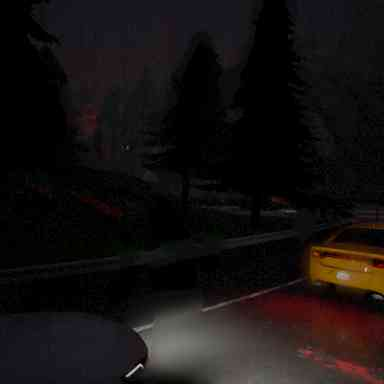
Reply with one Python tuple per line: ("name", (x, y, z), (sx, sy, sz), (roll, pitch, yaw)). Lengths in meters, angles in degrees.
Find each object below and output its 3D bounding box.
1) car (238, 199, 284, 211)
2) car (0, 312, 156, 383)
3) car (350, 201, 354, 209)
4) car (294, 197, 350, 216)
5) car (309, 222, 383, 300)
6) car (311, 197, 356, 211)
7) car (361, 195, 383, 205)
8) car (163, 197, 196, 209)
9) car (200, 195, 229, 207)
("car", (8.313, 1.548, 40.370), (5.357, 1.411, 2.033), (0, 0, 34))
("car", (-2.493, 1.526, 2.231), (4.674, 1.442, 1.812), (0, 0, -36))
("car", (15.939, 1.226, 39.394), (5.566, 2.045, 2.150), (0, 0, 34))
("car", (12.664, 1.498, 33.152), (4.902, 1.511, 2.128), (0, 0, 34))
("car", (4.779, 1.478, 8.097), (5.008, 1.535, 1.882), (0, 0, -42))
("car", (17.915, 1.494, 42.281), (4.902, 1.511, 2.128), (0, 0, 34))
("car", (32.111, 1.352, 58.256), (4.553, 1.767, 2.097), (0, 0, 34))
("car", (-1.690, 1.553, 51.484), (4.718, 1.301, 1.895), (0, 0, 35))
("car", (3.595, 1.322, 52.099), (4.553, 1.767, 2.097), (0, 0, 35))
